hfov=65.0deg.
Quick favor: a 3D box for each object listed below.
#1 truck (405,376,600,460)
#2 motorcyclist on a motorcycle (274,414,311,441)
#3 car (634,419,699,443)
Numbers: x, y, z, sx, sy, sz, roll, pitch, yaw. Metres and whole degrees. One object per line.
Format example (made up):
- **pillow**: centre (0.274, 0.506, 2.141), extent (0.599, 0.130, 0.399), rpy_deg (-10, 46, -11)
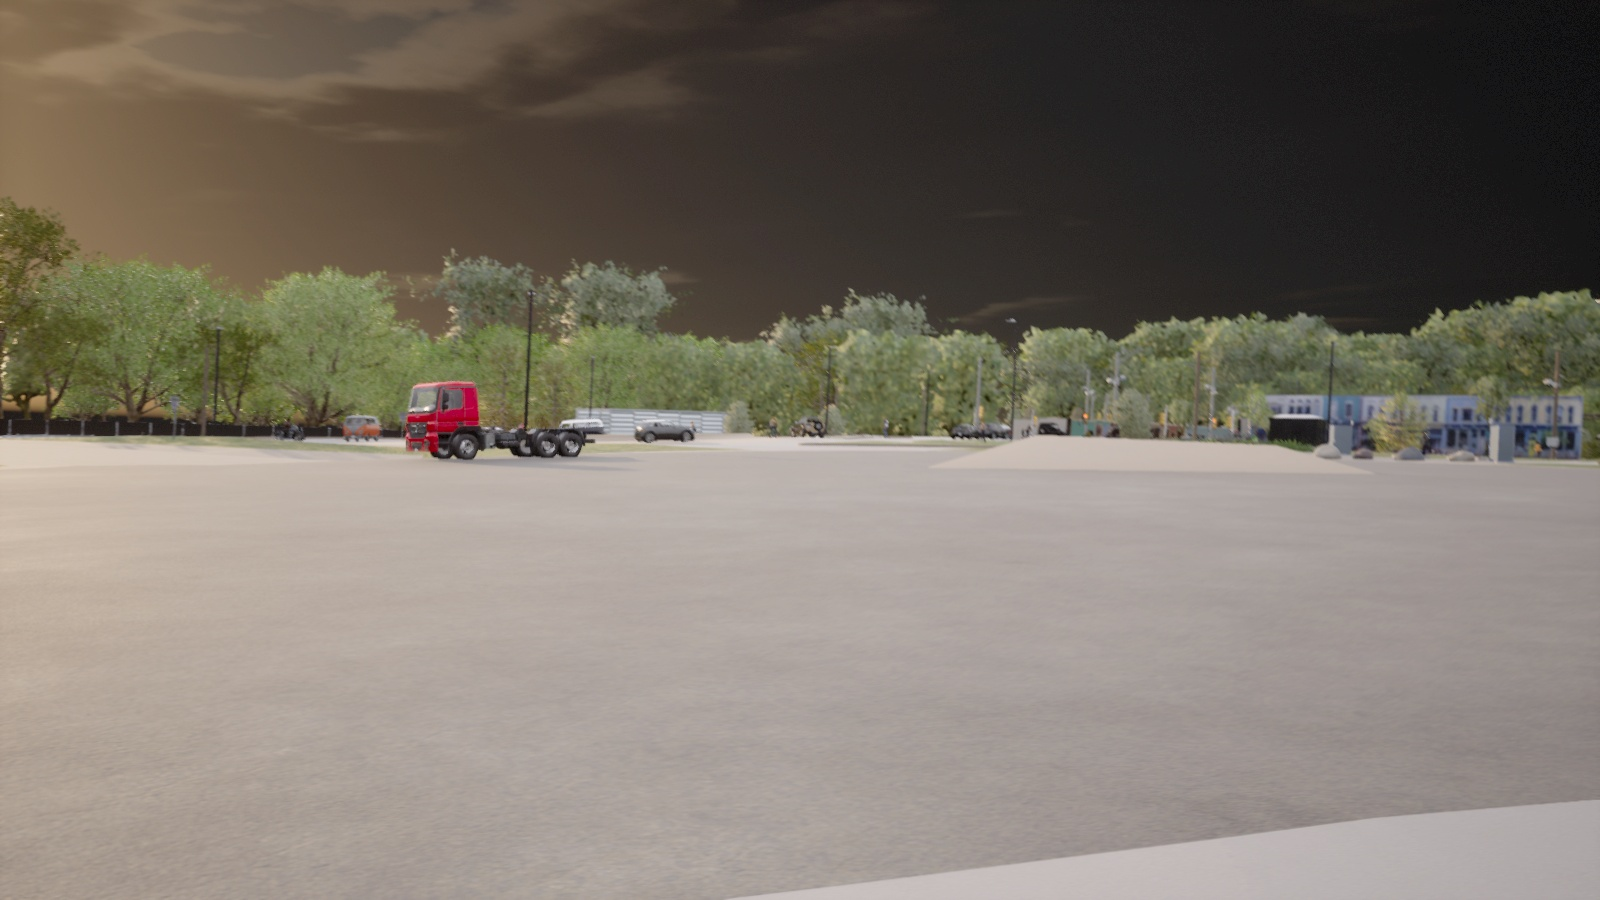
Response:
- **truck**: centre (-13.111, -1.397, 55.787), extent (7.936, 3.462, 2.891), rpy_deg (-1, 1, -39)
- **motorcyclist on a motorcycle**: centre (-32.894, -1.473, 81.403), extent (2.350, 1.649, 0.766), rpy_deg (3, 1, 25)
- **car**: centre (-8.776, -1.274, 82.686), extent (3.806, 1.475, 1.970), rpy_deg (-1, 4, -27)
